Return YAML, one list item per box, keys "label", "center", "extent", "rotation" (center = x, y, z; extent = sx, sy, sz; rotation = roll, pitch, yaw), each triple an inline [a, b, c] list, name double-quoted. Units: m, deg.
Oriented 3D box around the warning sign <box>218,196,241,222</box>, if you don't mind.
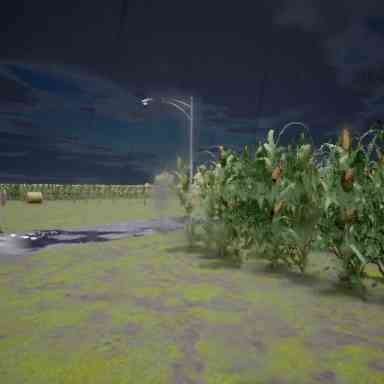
- label: "warning sign"
  center: [2.767, 1.215, 24.364]
  extent: [1.300, 1.860, 1.060]
  rotation: [1, 1, 34]
